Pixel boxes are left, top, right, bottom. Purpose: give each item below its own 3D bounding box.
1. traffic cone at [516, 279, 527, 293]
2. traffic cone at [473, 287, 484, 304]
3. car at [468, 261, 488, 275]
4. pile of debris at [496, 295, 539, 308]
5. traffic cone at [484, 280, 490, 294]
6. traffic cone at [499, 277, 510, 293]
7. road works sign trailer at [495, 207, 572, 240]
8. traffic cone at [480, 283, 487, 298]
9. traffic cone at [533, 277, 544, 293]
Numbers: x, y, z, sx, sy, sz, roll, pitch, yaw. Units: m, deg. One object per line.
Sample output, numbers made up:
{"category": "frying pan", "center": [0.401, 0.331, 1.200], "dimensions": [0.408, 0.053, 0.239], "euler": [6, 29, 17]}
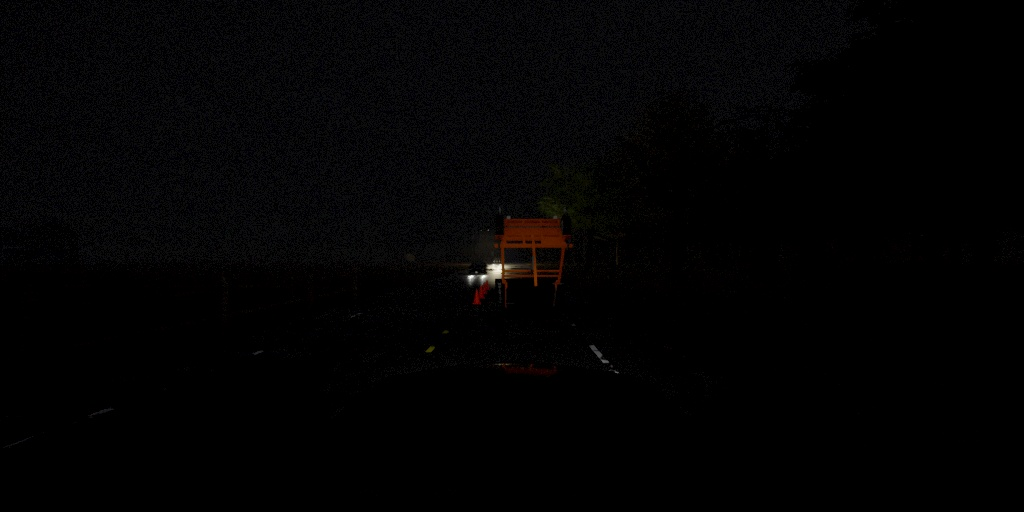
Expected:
{"category": "traffic cone", "center": [0.546, 1.688, 20.905], "dimensions": [0.340, 0.580, 0.340], "euler": [0, 0, 0]}
{"category": "traffic cone", "center": [-1.462, 1.694, 14.909], "dimensions": [0.340, 0.580, 0.340], "euler": [0, 0, 0]}
{"category": "car", "center": [-3.533, 1.257, 38.094], "dimensions": [2.033, 1.411, 5.357], "euler": [0, 0, 0]}
{"category": "pile of debris", "center": [0.022, 1.904, 14.912], "dimensions": [1.860, 0.140, 1.500], "euler": [0, 0, 0]}
{"category": "traffic cone", "center": [-1.455, 1.690, 18.909], "dimensions": [0.340, 0.580, 0.340], "euler": [0, 0, 0]}
{"category": "traffic cone", "center": [-0.453, 1.688, 20.906], "dimensions": [0.340, 0.580, 0.340], "euler": [0, 0, 0]}
{"category": "road works sign trailer", "center": [0.629, -2.366, 10.118], "dimensions": [2.380, 3.560, 2.880], "euler": [0, 0, 0]}
{"category": "traffic cone", "center": [-1.459, 1.692, 16.908], "dimensions": [0.340, 0.580, 0.340], "euler": [0, 0, 0]}
{"category": "traffic cone", "center": [1.545, 1.688, 20.903], "dimensions": [0.340, 0.580, 0.340], "euler": [0, 0, 0]}
